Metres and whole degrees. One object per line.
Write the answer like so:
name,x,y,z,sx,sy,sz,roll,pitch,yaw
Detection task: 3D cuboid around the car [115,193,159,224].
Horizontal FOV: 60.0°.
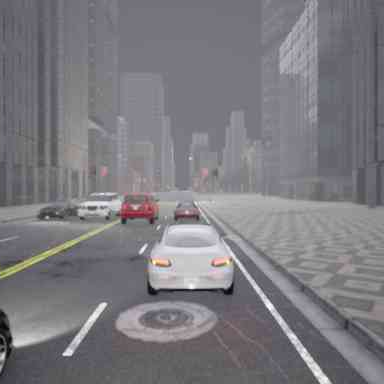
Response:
car,-3.597,1.099,23.555,2.150,2.045,5.566,0,0,-1

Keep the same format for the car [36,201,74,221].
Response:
car,-10.352,1.406,26.327,2.033,1.411,5.357,0,0,-1

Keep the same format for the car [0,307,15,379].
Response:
car,-3.191,1.550,2.480,1.994,1.385,4.181,0,0,-1

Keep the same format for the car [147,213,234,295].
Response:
car,-0.055,1.482,8.481,1.812,1.442,4.674,0,0,-1

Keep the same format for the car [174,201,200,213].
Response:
car,-0.400,1.426,26.286,1.994,1.385,4.181,0,0,-1

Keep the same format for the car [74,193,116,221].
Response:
car,-7.097,1.081,26.134,2.150,2.045,5.566,0,0,-1
